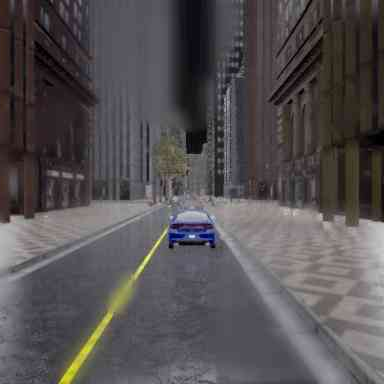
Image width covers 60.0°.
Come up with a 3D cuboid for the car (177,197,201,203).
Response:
[{"bbox_3d":[0.000,1.364,29.620,2.097,1.767,4.553,0,0,0],"label":"car"}]

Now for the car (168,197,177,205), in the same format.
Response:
[{"bbox_3d":[-3.000,1.575,57.651,1.812,1.442,4.674,0,0,0],"label":"car"}]

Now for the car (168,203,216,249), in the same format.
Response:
[{"bbox_3d":[0.000,1.483,14.650,1.882,1.535,5.008,0,0,0],"label":"car"}]
